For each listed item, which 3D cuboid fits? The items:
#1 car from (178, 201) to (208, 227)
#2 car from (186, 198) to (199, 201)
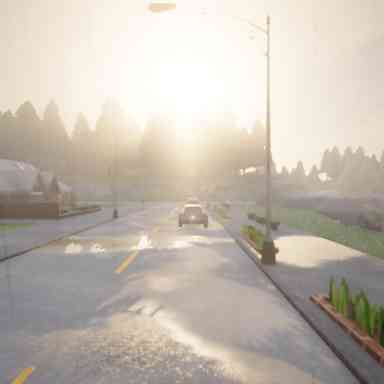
[{"bbox_3d":[0.077,1.535,22.773,1.994,1.385,4.181,0,0,0],"label":"car"},{"bbox_3d":[0.062,1.453,40.050,1.837,1.490,4.892,0,0,0],"label":"car"}]
